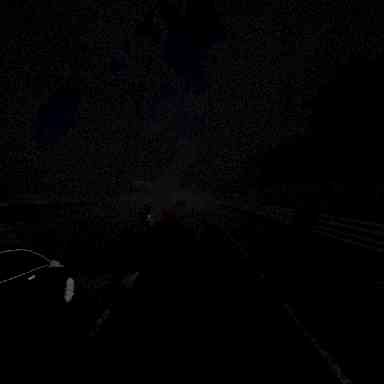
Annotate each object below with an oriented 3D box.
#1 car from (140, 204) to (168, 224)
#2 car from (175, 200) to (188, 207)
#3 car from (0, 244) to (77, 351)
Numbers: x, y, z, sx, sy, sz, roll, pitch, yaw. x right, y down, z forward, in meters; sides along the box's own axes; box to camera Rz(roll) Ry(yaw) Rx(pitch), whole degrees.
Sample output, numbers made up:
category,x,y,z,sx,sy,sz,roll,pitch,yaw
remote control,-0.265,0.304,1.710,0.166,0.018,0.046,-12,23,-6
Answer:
category,x,y,z,sx,sy,sz,roll,pitch,yaw
car,-3.069,1.718,27.305,2.128,1.511,4.902,0,0,1
car,-2.449,2.435,69.808,1.837,1.490,4.892,0,-1,1
car,-3.390,1.564,5.196,1.837,1.490,4.892,0,0,1
